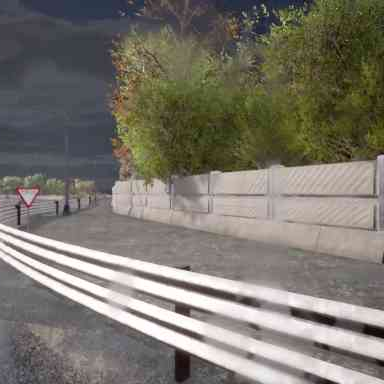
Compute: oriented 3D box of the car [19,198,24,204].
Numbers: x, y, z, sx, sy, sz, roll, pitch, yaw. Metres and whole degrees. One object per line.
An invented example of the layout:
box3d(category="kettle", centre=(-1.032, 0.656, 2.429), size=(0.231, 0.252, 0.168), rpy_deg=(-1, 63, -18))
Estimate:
box3d(category="car", centre=(-32.379, 1.557, 64.652), size=(2.033, 1.411, 5.357), rpy_deg=(0, 0, -21))
